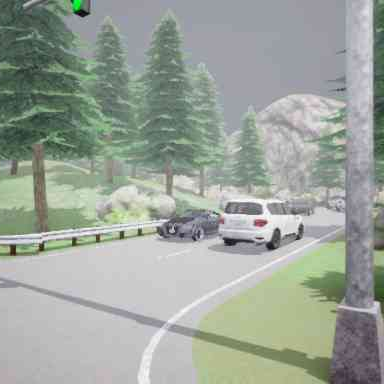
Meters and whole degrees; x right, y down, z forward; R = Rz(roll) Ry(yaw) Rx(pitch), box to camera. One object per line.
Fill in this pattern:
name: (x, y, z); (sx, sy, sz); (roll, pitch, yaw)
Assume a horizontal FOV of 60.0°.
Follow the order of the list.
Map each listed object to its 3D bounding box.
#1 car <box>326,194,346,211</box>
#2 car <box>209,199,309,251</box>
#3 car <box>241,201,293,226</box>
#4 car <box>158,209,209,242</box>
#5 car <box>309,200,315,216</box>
car: (18.433, 1.339, 41.135); (2.150, 2.045, 5.566); (3, 0, 7)
car: (3.219, 1.352, 14.690); (2.150, 2.045, 5.566); (0, -1, 34)
car: (5.742, 1.507, 24.918); (2.128, 1.511, 4.902); (0, 0, 34)
car: (0.205, 1.579, 16.657); (1.994, 1.385, 4.181); (0, 0, 34)
car: (11.212, 1.522, 33.548); (1.837, 1.490, 4.892); (0, 0, 27)
